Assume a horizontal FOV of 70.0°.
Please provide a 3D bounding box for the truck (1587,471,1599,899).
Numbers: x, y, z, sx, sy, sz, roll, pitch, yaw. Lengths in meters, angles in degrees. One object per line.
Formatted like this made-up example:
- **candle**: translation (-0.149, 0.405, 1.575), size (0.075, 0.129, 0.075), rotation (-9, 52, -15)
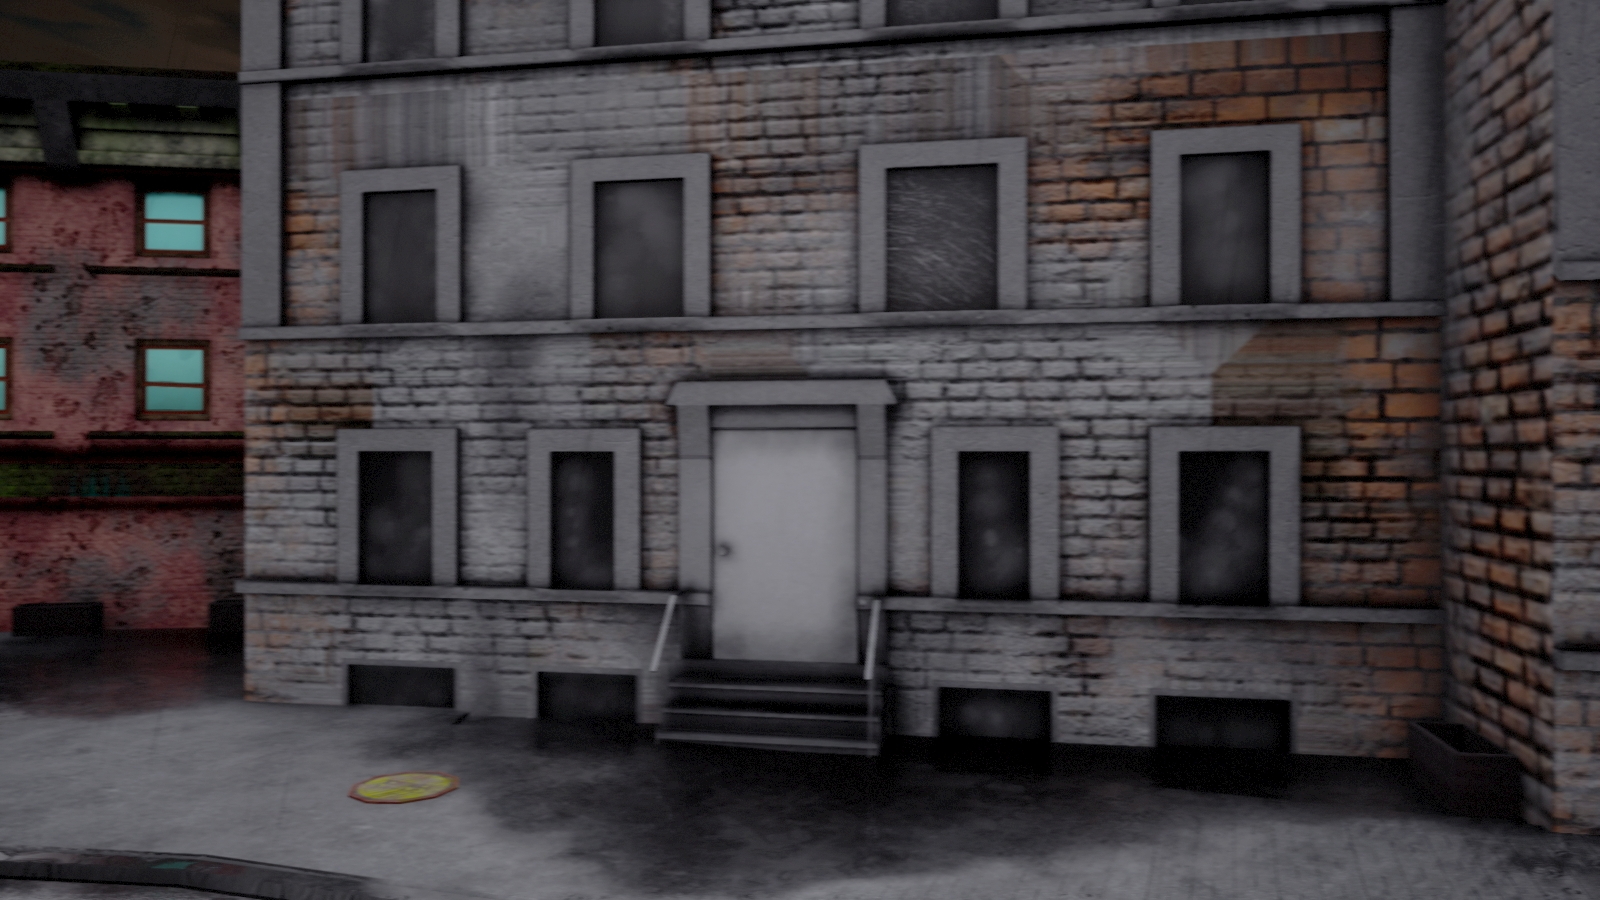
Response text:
- **truck**: translation (4.766, 1.365, 1.900), size (5.204, 2.467, 2.627), rotation (1, 0, 21)
